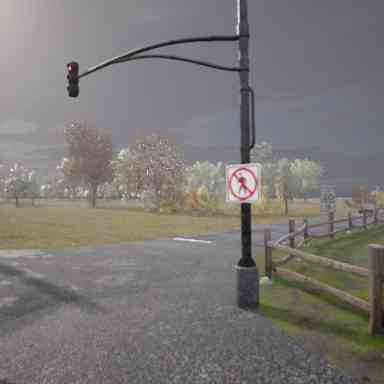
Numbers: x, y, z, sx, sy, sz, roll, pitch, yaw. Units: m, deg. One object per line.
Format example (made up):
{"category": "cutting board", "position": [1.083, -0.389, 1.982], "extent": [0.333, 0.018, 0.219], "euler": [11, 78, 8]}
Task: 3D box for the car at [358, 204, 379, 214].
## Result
{"category": "car", "position": [25.644, 2.431, 48.129], "extent": [2.033, 1.411, 5.357], "euler": [-1, -2, 40]}
